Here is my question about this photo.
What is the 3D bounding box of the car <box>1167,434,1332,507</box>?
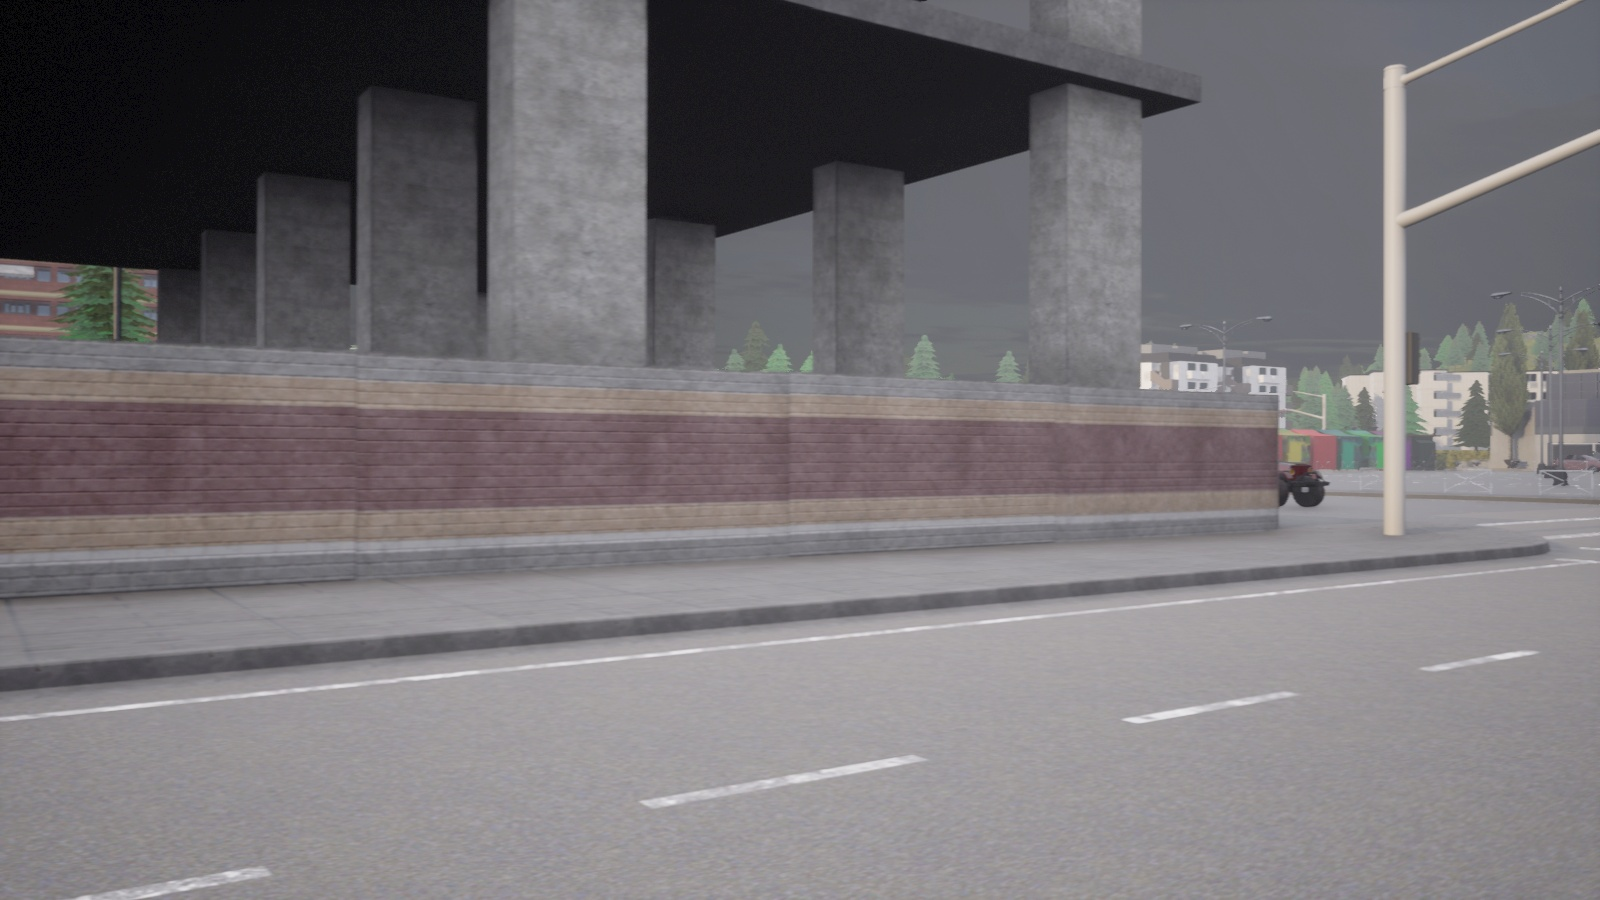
[{"bbox_3d":[12.218,0.540,34.364,1.905,1.878,3.866,0,0,-34],"label":"car"}]
